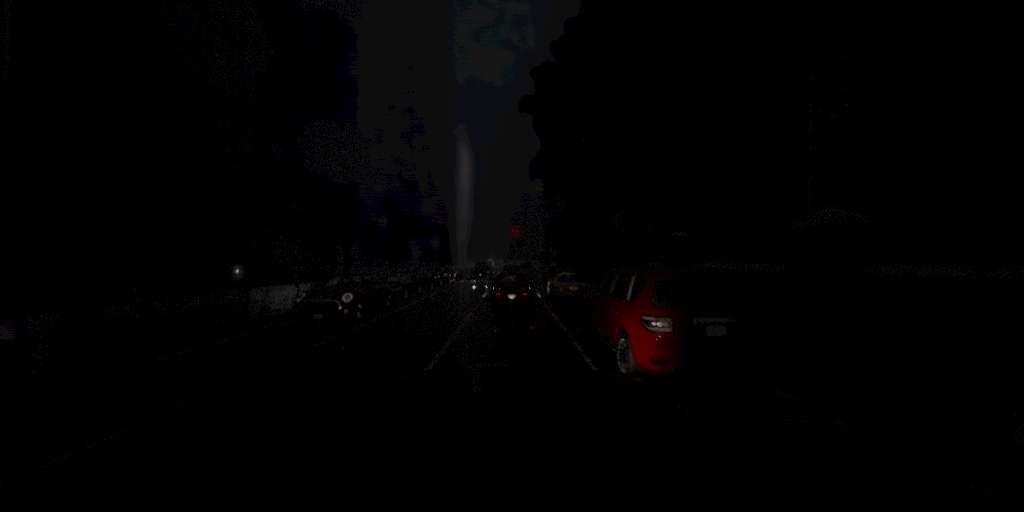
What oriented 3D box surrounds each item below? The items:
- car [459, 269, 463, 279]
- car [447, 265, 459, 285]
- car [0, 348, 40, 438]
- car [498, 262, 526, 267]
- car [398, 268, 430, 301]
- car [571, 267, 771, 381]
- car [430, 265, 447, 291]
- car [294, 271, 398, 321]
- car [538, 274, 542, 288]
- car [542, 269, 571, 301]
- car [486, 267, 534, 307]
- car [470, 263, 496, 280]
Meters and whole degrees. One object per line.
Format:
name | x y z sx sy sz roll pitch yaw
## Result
car | -5.786 1.580 34.325 1.751 1.417 4.829 0 0 0
car | -5.782 1.443 29.039 1.967 1.591 4.097 0 0 0
car | -5.762 1.295 1.755 1.888 1.381 4.507 0 0 0
car | -0.017 1.531 31.154 1.837 1.490 4.892 0 0 0
car | -5.774 1.452 18.125 2.007 1.370 4.403 0 0 0
car | 2.759 1.115 7.221 2.192 1.841 5.009 0 0 0
car | -5.778 1.497 23.582 1.888 1.381 4.507 0 0 0
car | -5.770 1.291 12.668 1.967 1.591 4.097 0 0 0
car | 2.747 1.518 23.590 1.948 1.339 4.313 0 0 0
car | 2.751 1.427 18.304 1.751 1.417 4.829 0 0 0
car | -0.005 1.410 16.230 1.812 1.442 4.674 0 0 0
car | -3.030 1.637 36.258 1.994 1.385 4.181 0 -1 0
